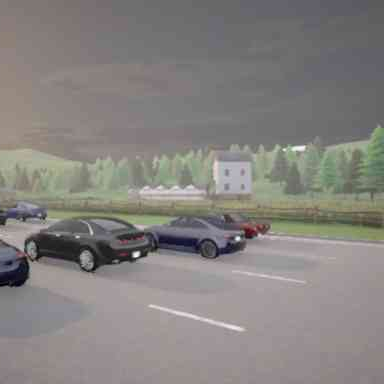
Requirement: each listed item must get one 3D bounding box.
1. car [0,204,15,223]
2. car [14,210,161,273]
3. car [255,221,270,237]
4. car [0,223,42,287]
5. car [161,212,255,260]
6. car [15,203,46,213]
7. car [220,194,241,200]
[{"bbox_3d":[-14.593,1.556,22.999,4.892,1.490,1.837,0,0,35],"label":"car"},{"bbox_3d":[-3.547,1.523,10.821,4.892,1.490,1.837,0,0,36],"label":"car"},{"bbox_3d":[1.200,1.618,16.034,4.718,1.301,1.895,0,0,35],"label":"car"},{"bbox_3d":[-5.852,1.583,8.168,4.181,1.385,1.994,0,0,35],"label":"car"},{"bbox_3d":[-0.048,1.579,12.625,4.181,1.385,1.994,0,0,35],"label":"car"},{"bbox_3d":[-13.360,1.579,26.420,4.674,1.442,1.812,0,0,35],"label":"car"},{"bbox_3d":[8.938,1.287,76.883,4.605,1.855,1.932,0,0,35],"label":"car"}]
